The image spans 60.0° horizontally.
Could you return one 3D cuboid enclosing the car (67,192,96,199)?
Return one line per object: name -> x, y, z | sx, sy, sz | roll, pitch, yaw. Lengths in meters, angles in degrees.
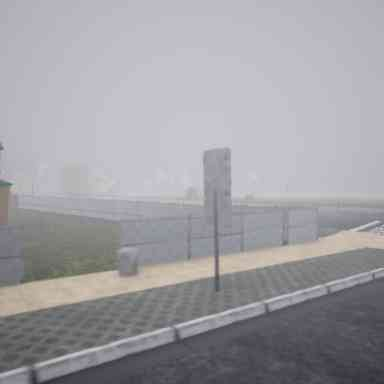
car -> -13.817, 0.816, 41.638 | 4.553, 1.767, 2.097 | 1, 2, 44
